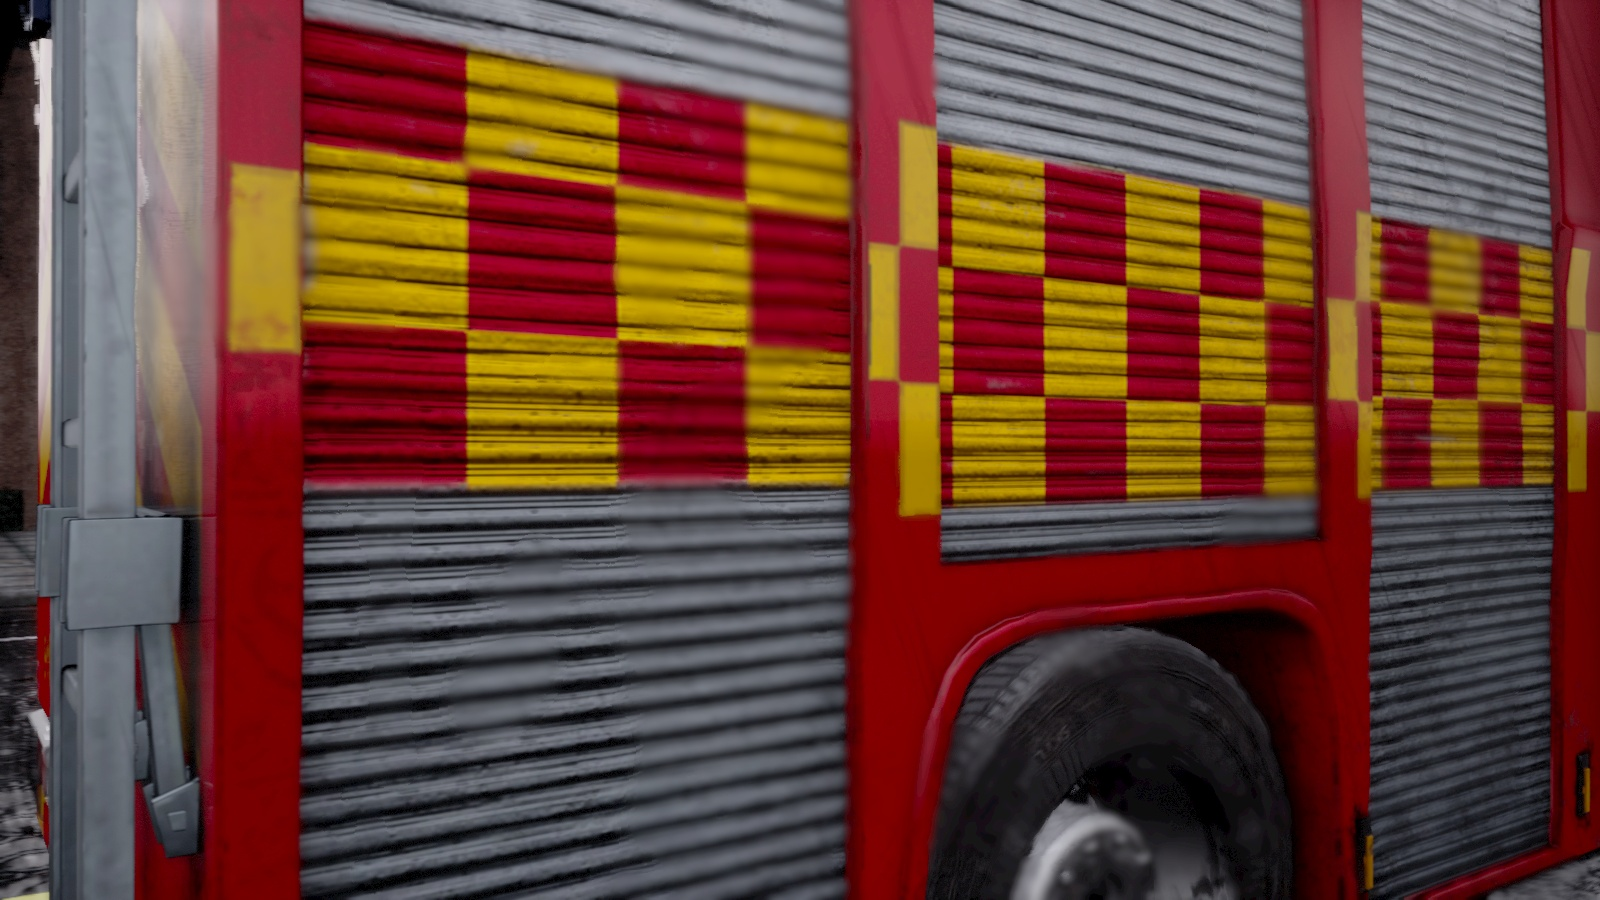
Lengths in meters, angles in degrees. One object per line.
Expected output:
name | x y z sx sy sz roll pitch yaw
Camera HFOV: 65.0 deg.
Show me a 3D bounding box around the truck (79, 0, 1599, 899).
truck | 2.076 -0.412 5.112 8.468 3.827 2.891 0 0 -35
